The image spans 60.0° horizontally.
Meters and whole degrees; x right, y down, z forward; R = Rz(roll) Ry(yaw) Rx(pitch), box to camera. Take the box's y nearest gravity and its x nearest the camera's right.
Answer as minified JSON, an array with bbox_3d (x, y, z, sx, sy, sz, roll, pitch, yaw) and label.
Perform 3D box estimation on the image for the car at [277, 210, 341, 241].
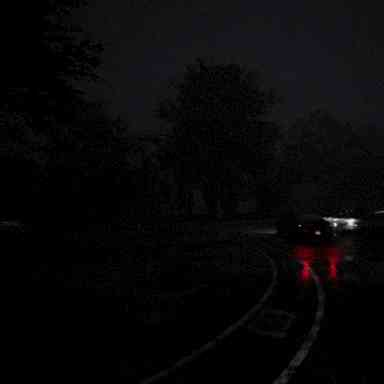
[{"bbox_3d":[5.880,1.735,17.773,1.812,1.442,4.674,-1,-1,1],"label":"car"}]

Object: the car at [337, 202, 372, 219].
[{"bbox_3d":[16.370,1.845,33.562,4.892,1.490,1.837,0,-1,-37],"label":"car"}]

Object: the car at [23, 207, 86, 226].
[{"bbox_3d":[-11.538,2.008,28.074,5.008,1.535,1.882,-1,-2,-3],"label":"car"}]
